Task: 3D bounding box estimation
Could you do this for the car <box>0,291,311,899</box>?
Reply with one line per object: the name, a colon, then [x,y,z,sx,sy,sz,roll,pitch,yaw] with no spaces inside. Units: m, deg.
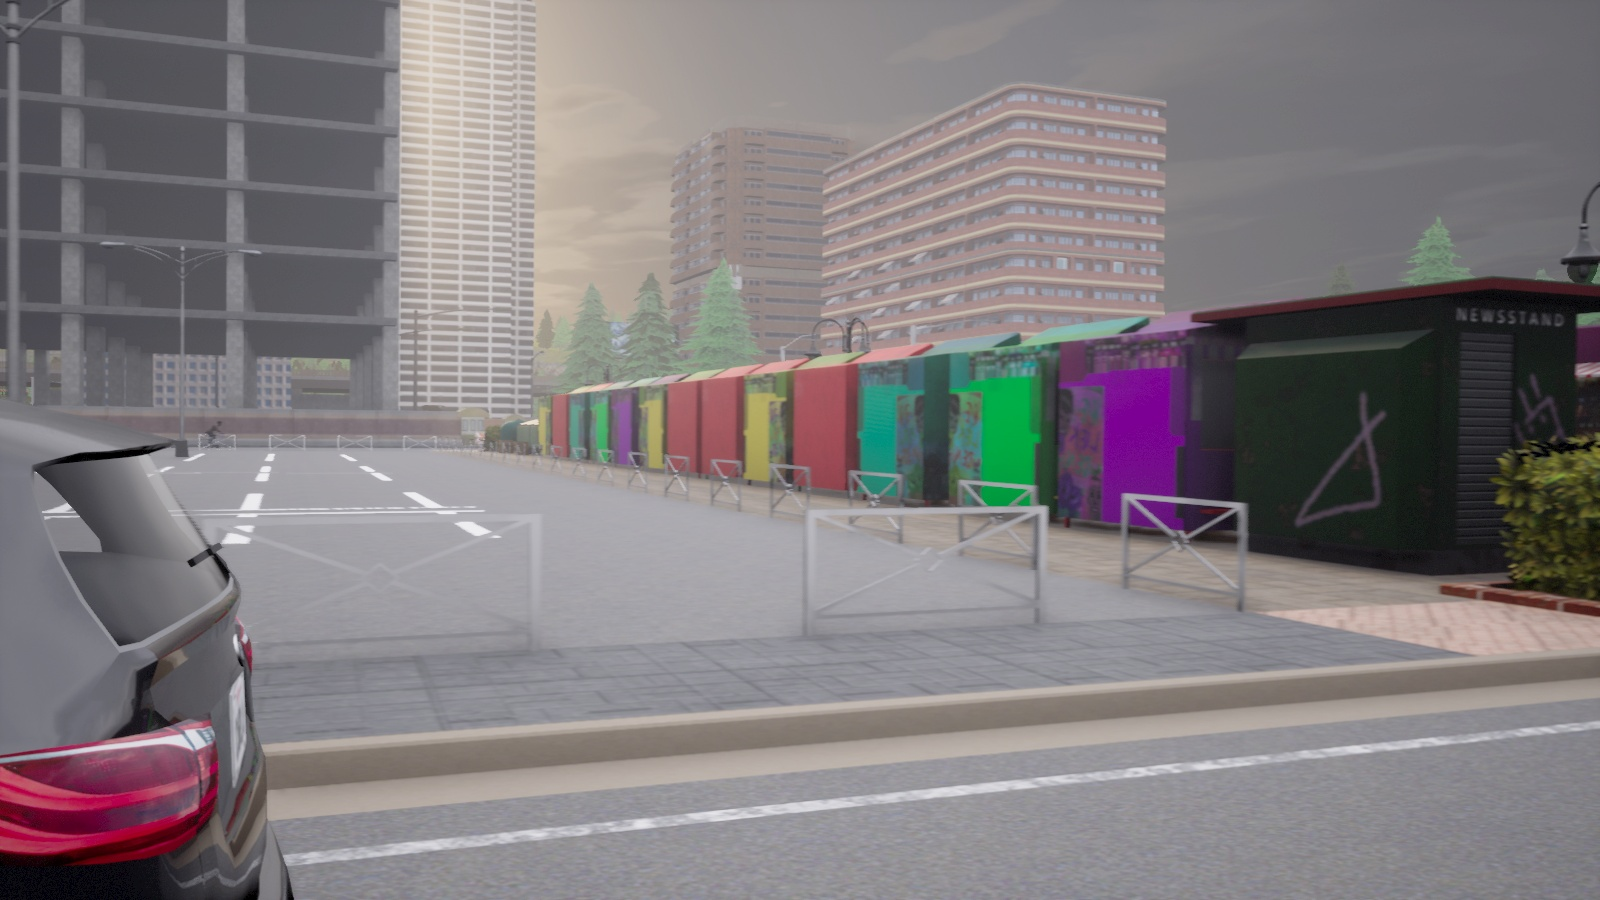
car: [-3.274,0.645,1.994,4.611,1.667,2.242,-1,1,-21]
